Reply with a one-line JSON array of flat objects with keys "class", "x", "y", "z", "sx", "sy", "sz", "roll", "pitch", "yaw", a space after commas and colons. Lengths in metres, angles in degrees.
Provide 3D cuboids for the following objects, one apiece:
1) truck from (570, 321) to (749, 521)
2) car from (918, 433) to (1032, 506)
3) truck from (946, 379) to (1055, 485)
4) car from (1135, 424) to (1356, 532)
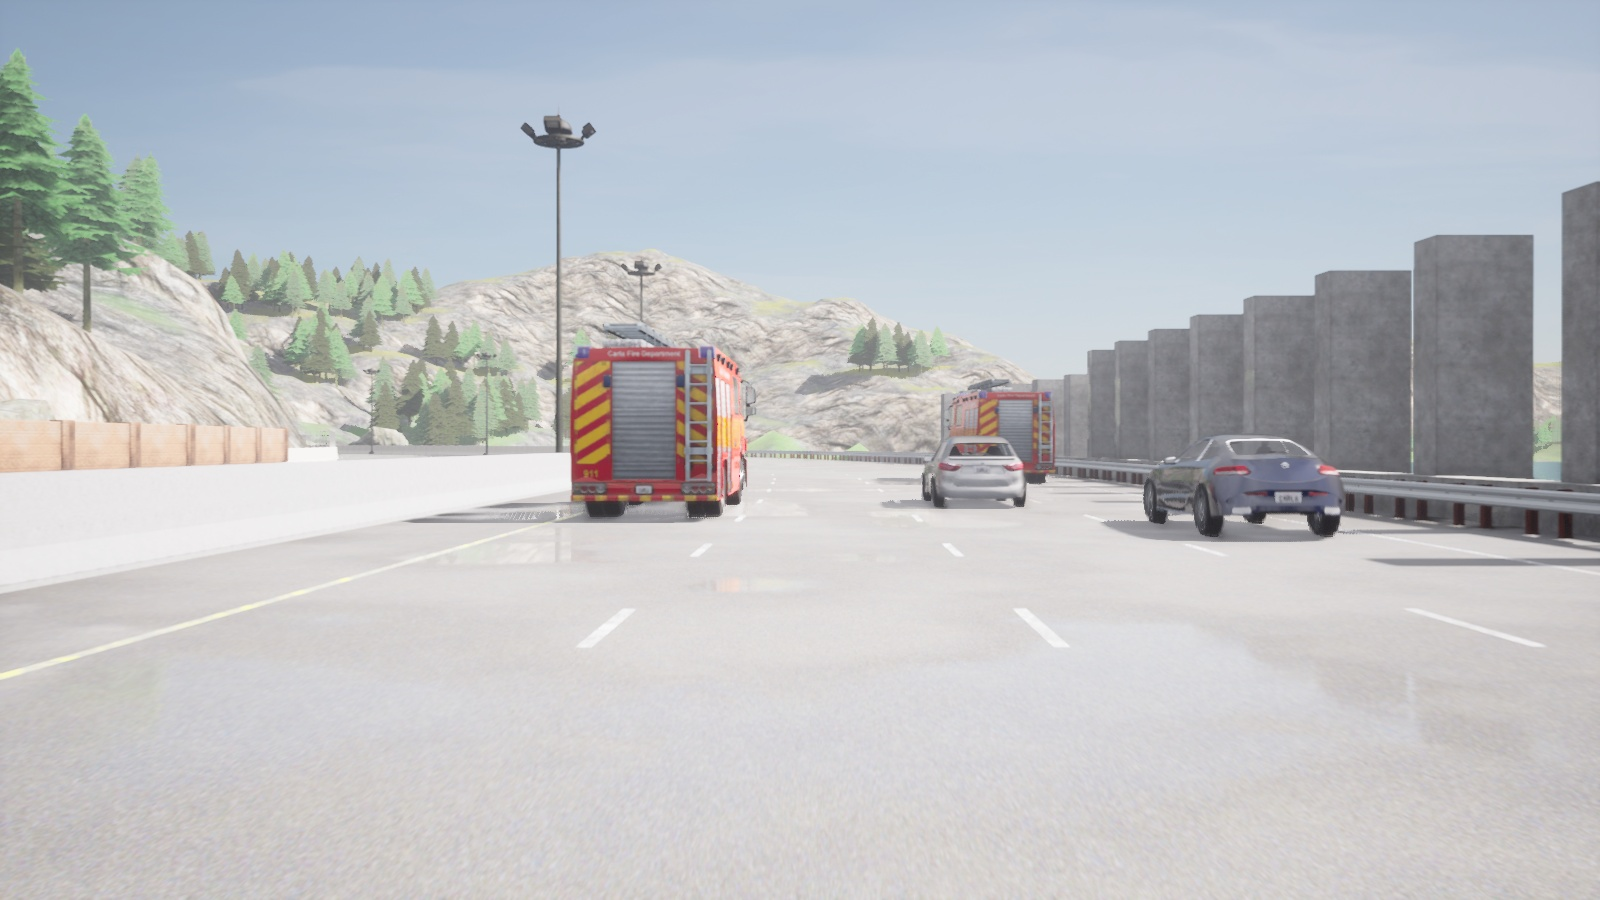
[{"class": "truck", "x": -2.859, "y": -0.578, "z": 28.233, "sx": 2.891, "sy": 3.827, "sz": 8.468, "roll": 0, "pitch": 0, "yaw": 1}, {"class": "car", "x": 4.206, "y": 0.422, "z": 31.003, "sx": 2.242, "sy": 1.667, "sz": 4.611, "roll": 0, "pitch": 0, "yaw": 1}, {"class": "truck", "x": 7.716, "y": -0.689, "z": 49.573, "sx": 2.891, "sy": 3.827, "sz": 8.468, "roll": 0, "pitch": 0, "yaw": 0}, {"class": "car", "x": 7.487, "y": 0.410, "z": 21.713, "sx": 2.152, "sy": 1.651, "sz": 5.027, "roll": 0, "pitch": 0, "yaw": 2}]
